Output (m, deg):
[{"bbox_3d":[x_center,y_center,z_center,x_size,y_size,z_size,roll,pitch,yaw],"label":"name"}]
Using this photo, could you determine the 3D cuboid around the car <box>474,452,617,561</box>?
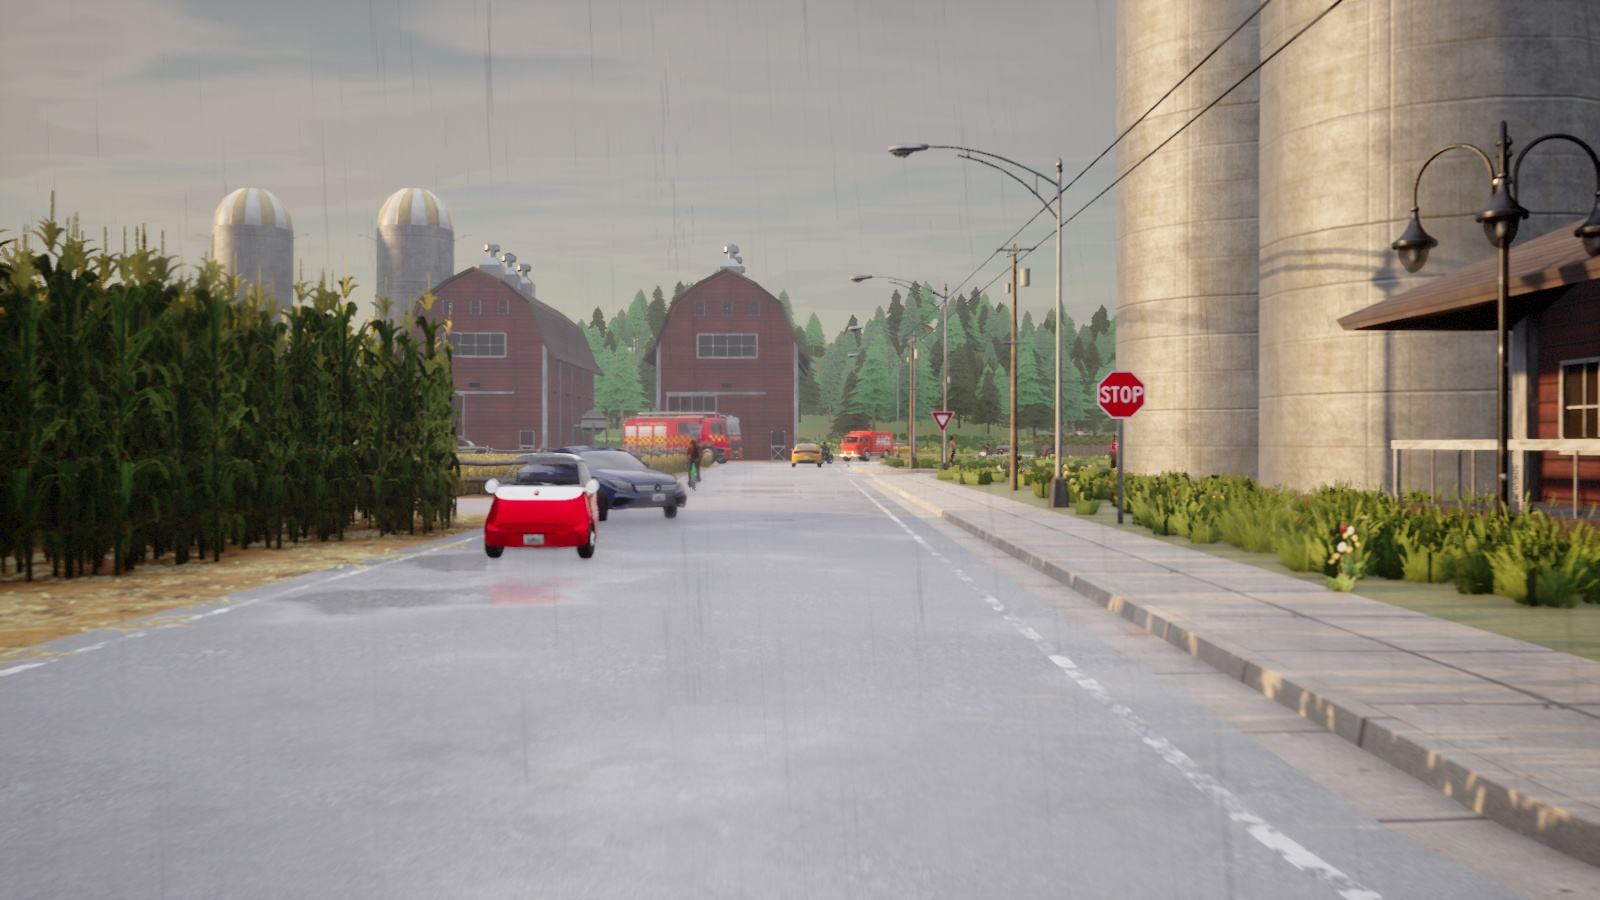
[{"bbox_3d":[-3.393,0.714,17.032,1.481,1.376,2.207,0,0,0],"label":"car"}]

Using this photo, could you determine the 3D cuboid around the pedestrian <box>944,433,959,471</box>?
[{"bbox_3d":[7.836,0.097,64.987,0.692,1.930,0.396,0,0,-13],"label":"pedestrian"}]

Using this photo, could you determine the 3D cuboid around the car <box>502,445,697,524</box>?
[{"bbox_3d":[-4.216,0.636,25.801,1.812,1.442,4.674,0,0,-40],"label":"car"}]

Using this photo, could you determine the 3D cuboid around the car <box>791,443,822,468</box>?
[{"bbox_3d":[0.425,0.315,80.954,1.882,1.535,5.008,0,0,0],"label":"car"}]

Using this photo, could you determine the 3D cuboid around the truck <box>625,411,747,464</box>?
[{"bbox_3d":[-8.344,-0.911,92.061,8.468,3.827,2.891,0,0,18],"label":"truck"}]

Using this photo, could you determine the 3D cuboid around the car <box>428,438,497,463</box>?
[{"bbox_3d":[-24.949,0.017,92.998,4.605,1.855,1.932,0,0,-3],"label":"car"}]

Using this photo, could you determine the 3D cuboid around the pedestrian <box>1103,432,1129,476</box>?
[{"bbox_3d":[13.349,0.175,53.051,0.899,1.844,0.634,0,0,-1],"label":"pedestrian"}]
